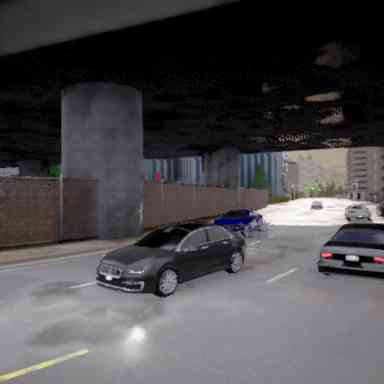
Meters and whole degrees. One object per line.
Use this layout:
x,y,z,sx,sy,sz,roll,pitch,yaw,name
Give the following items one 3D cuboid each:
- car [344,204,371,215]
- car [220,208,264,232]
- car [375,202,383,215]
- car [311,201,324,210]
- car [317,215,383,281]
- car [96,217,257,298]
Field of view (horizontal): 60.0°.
14.954,1.829,30.089,1.812,1.442,4.674,-1,-1,21,car
2.907,1.759,19.961,1.882,1.535,5.008,-1,-1,27,car
20.541,1.818,34.806,1.837,1.490,4.892,-1,-1,21,car
20.339,2.137,54.032,1.812,1.442,4.674,-1,-1,21,car
5.286,1.649,10.028,2.033,1.411,5.357,-1,-1,35,car
-0.288,1.656,9.209,1.837,1.490,4.892,-1,-1,40,car
